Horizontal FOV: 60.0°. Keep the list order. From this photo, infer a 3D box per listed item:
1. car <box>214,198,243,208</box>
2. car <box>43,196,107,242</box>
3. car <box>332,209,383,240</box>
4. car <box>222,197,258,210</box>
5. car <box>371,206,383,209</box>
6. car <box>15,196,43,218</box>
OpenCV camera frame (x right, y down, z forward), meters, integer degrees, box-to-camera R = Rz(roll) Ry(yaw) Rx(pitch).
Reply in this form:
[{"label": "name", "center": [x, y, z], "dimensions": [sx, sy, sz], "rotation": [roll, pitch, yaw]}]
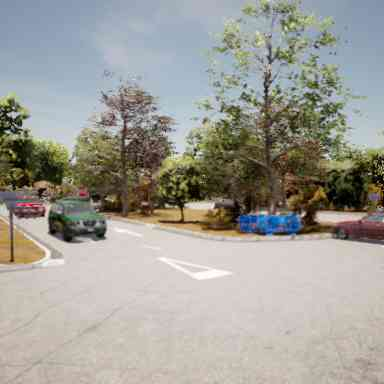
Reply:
[{"label": "car", "center": [5.110, 1.728, 42.786], "dimensions": [2.033, 1.411, 5.357], "rotation": [-2, 2, -35]}, {"label": "car", "center": [-6.948, 1.589, 19.792], "dimensions": [2.150, 2.045, 5.566], "rotation": [-2, 2, -36]}, {"label": "car", "center": [9.347, 1.770, 16.439], "dimensions": [2.002, 1.452, 4.674], "rotation": [1, -1, -35]}, {"label": "car", "center": [6.552, 1.561, 46.129], "dimensions": [2.128, 1.511, 4.902], "rotation": [-2, 2, -36]}, {"label": "car", "center": [11.905, 1.666, 18.317], "dimensions": [2.185, 1.767, 4.553], "rotation": [1, -1, -35]}, {"label": "car", "center": [-16.098, 1.432, 32.911], "dimensions": [2.150, 2.045, 5.566], "rotation": [-2, 2, -35]}]
